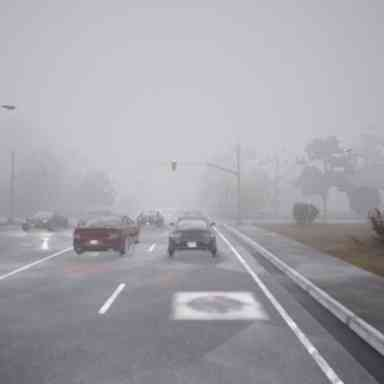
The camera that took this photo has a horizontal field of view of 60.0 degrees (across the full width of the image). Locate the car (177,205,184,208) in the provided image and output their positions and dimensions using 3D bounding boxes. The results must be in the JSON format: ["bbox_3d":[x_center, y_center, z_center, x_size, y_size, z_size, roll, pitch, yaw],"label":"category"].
[{"bbox_3d":[-3.490,4.950,89.465,1.812,1.442,4.674,0,-1,0],"label":"car"}]

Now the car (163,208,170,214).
[{"bbox_3d":[-6.990,4.957,88.029,1.812,1.442,4.674,0,-1,0],"label":"car"}]

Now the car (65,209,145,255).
[{"bbox_3d":[-3.468,1.672,14.308,1.882,1.535,5.008,0,-1,1],"label":"car"}]

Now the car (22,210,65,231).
[{"bbox_3d":[-10.522,2.033,24.299,1.812,1.442,4.674,0,-3,1],"label":"car"}]

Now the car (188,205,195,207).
[{"bbox_3d":[0.010,5.000,89.847,1.994,1.385,4.181,0,-1,0],"label":"car"}]

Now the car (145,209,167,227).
[{"bbox_3d":[-3.477,2.298,28.404,1.895,1.301,4.718,0,-3,1],"label":"car"}]

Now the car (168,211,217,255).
[{"bbox_3d":[0.028,1.712,13.940,1.812,1.442,4.674,0,-1,1],"label":"car"}]

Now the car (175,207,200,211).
[{"bbox_3d":[0.115,2.207,27.646,2.033,1.411,5.357,0,-3,4],"label":"car"}]
